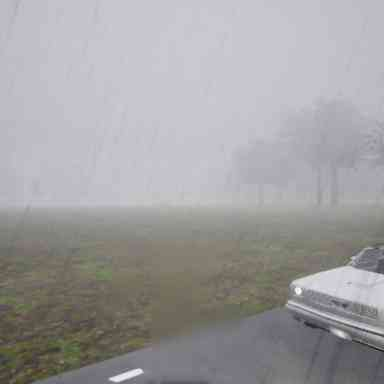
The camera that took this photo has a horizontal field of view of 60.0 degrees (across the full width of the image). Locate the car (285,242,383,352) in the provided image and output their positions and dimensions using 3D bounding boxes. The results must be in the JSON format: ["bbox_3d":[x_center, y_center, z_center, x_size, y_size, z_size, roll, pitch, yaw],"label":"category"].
[{"bbox_3d":[3.793,1.603,5.779,4.718,1.301,1.895,0,0,-35],"label":"car"}]
